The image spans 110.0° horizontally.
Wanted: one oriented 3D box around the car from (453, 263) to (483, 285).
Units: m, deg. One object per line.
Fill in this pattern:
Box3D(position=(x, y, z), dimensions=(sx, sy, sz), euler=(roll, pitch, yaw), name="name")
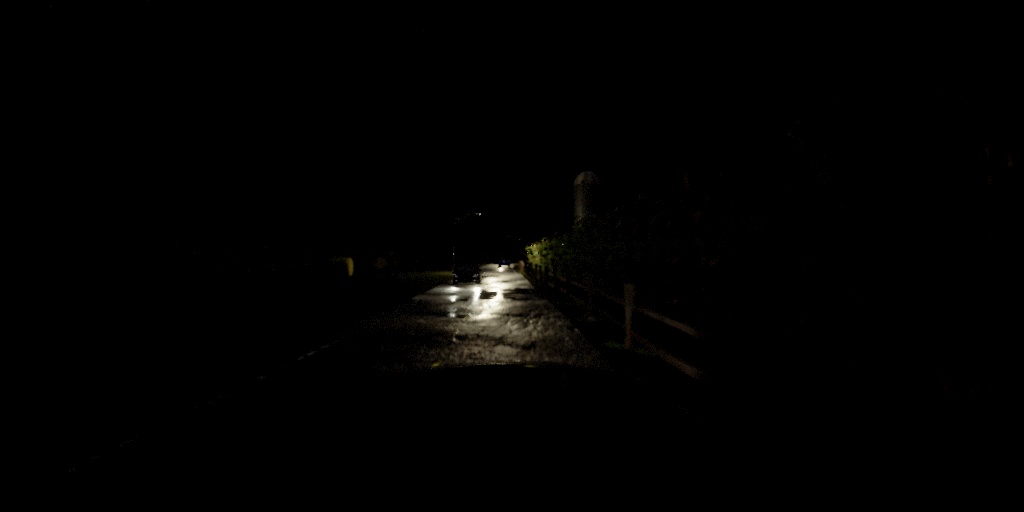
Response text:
Box3D(position=(-3.234, 1.300, 26.832), dimensions=(1.882, 1.535, 5.008), euler=(0, 0, -1), name="car")
